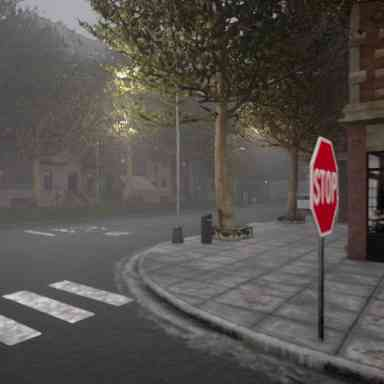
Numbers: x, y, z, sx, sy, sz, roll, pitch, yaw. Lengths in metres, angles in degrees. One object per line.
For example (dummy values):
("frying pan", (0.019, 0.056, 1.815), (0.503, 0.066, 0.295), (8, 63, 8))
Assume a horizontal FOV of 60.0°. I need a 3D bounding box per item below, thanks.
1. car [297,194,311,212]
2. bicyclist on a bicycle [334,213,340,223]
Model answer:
("car", (12.762, 1.228, 35.791), (2.435, 2.045, 5.566), (0, 0, 36))
("bicyclist on a bicycle", (9.313, 1.300, 22.963), (1.656, 1.620, 0.582), (0, 0, 36))
